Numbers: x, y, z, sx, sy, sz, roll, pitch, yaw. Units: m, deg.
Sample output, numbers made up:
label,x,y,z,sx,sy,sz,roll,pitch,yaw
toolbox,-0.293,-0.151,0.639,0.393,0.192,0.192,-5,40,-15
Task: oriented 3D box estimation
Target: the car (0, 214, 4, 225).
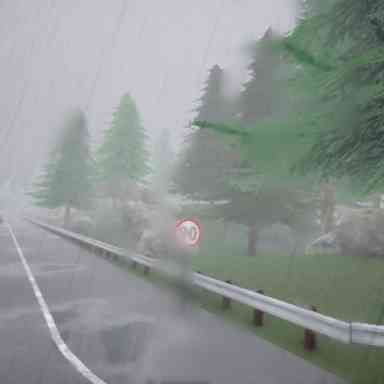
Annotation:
label,x,y,z,sx,sy,sz,roll,pitch,yaw
car,-27.936,3.621,47.042,2.097,1.767,4.553,5,-5,-29
